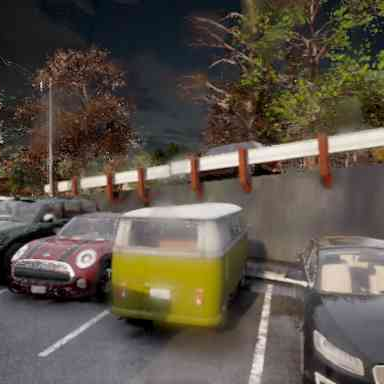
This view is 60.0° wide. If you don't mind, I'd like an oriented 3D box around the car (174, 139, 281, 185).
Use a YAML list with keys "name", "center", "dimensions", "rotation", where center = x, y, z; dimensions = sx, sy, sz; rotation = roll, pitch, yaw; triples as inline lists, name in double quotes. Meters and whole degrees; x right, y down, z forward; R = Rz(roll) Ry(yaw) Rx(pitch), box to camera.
- name: "car"
  center: [1.384, -1.200, 14.441]
  dimensions: [4.553, 1.767, 2.097]
  rotation: [-5, -3, 36]

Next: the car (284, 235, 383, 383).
- name: "car"
  center: [2.554, 1.483, 5.060]
  dimensions: [2.231, 1.521, 4.892]
  rotation: [1, 0, 15]

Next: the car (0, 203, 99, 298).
- name: "car"
  center: [-2.355, 1.321, 8.596]
  dimensions: [2.185, 1.767, 4.553]
  rotation: [1, 0, 15]

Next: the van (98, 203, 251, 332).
- name: "van"
  center: [0.118, 1.239, 6.925]
  dimensions: [1.878, 1.987, 4.442]
  rotation: [0, -1, 15]

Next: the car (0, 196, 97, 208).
- name: "car"
  center: [-4.825, 1.176, 10.295]
  dimensions: [2.435, 2.045, 5.566]
  rotation: [1, 0, 15]

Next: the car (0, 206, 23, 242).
- name: "car"
  center: [-9.758, 1.421, 13.858]
  dimensions: [2.163, 1.488, 4.792]
  rotation: [0, -1, 16]
